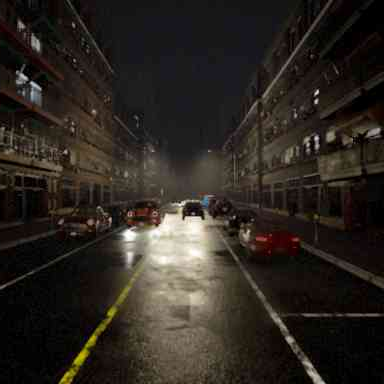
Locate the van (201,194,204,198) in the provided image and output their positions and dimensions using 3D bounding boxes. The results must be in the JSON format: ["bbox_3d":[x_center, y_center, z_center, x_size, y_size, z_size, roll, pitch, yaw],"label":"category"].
[{"bbox_3d":[2.706,1.413,52.020,1.690,1.788,3.998,1,0,0],"label":"van"}]

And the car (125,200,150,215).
[{"bbox_3d":[-5.644,1.591,34.905,1.887,1.381,4.507,1,0,0],"label":"car"}]

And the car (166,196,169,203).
[{"bbox_3d":[-5.645,1.647,57.643,1.947,1.339,4.313,1,0,0],"label":"car"}]

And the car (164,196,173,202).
[{"bbox_3d":[-5.645,1.671,80.382,2.008,1.369,4.403,1,0,0],"label":"car"}]

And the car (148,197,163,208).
[{"bbox_3d":[-5.644,1.597,51.789,1.752,1.417,4.829,1,0,0],"label":"car"}]

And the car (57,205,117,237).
[{"bbox_3d":[-5.641,1.463,17.851,1.967,1.590,4.097,1,0,0],"label":"car"}]

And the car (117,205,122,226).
[{"bbox_3d":[-5.644,1.597,23.536,1.947,1.339,4.313,1,0,0],"label":"car"}]

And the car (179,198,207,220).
[{"bbox_3d":[0.096,1.563,28.789,1.812,1.442,4.674,0,0,0],"label":"car"}]

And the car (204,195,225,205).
[{"bbox_3d":[2.708,1.362,34.965,2.192,1.841,5.009,1,0,0],"label":"car"}]

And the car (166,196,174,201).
[{"bbox_3d":[-5.646,1.713,86.068,1.802,1.307,4.206,1,0,0],"label":"car"}]

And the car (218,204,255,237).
[{"bbox_3d":[2.704,1.589,17.912,1.947,1.339,4.313,1,0,0],"label":"car"}]

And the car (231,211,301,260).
[{"bbox_3d":[2.704,1.598,12.226,1.802,1.307,4.206,1,0,0],"label":"car"}]

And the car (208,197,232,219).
[{"bbox_3d":[2.705,1.479,29.281,1.967,1.590,4.097,1,0,0],"label":"car"}]

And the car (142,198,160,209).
[{"bbox_3d":[-5.644,1.608,46.274,1.887,1.381,4.507,1,0,0],"label":"car"}]

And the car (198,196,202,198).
[{"bbox_3d":[0.099,1.663,46.001,1.895,1.301,4.718,0,0,0],"label":"car"}]

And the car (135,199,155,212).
[{"bbox_3d":[-5.643,1.580,40.419,1.752,1.417,4.829,1,0,0],"label":"car"}]

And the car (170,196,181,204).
[{"bbox_3d":[-3.009,1.641,64.263,2.033,1.411,5.357,0,0,0],"label":"car"}]

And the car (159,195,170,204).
[{"bbox_3d":[-5.643,1.541,69.014,1.967,1.590,4.097,1,0,0],"label":"car"}]

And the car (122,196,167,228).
[{"bbox_3d":[-3.098,1.381,22.658,2.097,1.767,4.553,0,0,0],"label":"car"}]
